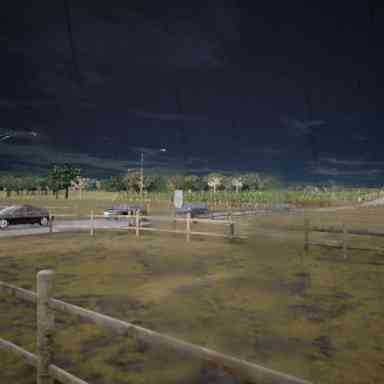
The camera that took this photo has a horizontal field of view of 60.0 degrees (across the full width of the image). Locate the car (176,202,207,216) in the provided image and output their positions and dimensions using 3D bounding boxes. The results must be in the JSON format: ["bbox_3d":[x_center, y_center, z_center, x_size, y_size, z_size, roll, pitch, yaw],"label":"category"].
[{"bbox_3d":[0.000,2.089,41.821,2.097,1.767,4.553,1,-1,35],"label":"car"}]

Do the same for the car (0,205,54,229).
[{"bbox_3d":[-12.503,1.748,24.108,1.837,1.490,4.892,1,-1,35],"label":"car"}]

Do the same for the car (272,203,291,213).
[{"bbox_3d":[16.060,2.779,59.497,2.097,1.767,4.553,1,-1,35],"label":"car"}]

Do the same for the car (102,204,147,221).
[{"bbox_3d":[-6.518,1.959,32.592,2.128,1.511,4.902,1,-1,35],"label":"car"}]
